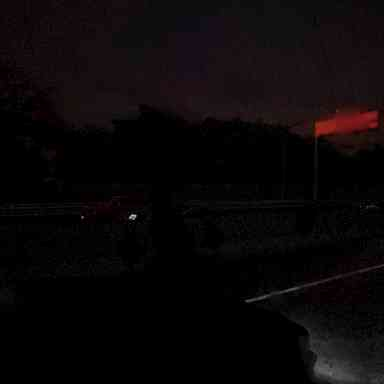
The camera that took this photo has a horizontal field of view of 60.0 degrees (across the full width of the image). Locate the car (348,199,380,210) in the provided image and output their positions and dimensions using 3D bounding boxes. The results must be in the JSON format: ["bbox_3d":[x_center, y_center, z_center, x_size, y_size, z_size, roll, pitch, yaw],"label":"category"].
[{"bbox_3d":[20.981,1.666,40.454,4.892,1.490,1.837,1,-1,-35],"label":"car"}]

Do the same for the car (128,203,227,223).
[{"bbox_3d":[-0.347,1.490,16.647,4.902,1.511,2.128,0,0,-36],"label":"car"}]

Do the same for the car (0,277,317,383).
[{"bbox_3d":[-1.227,1.547,2.869,5.357,1.411,2.033,0,0,-36],"label":"car"}]

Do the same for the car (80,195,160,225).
[{"bbox_3d":[-4.539,1.220,22.253,5.566,2.045,2.150,0,0,-36],"label":"car"}]

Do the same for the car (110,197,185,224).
[{"bbox_3d":[-2.125,1.351,19.677,4.553,1.767,2.097,0,0,-35],"label":"car"}]
